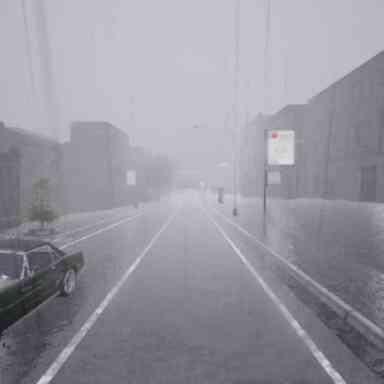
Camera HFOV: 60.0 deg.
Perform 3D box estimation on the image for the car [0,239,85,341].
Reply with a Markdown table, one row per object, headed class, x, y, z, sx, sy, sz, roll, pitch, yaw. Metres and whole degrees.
| class | x | y | z | sx | sy | sz | roll | pitch | yaw |
| --- | --- | --- | --- | --- | --- | --- | --- | --- | --- |
| car | -3.488 | 1.588 | 5.714 | 1.895 | 1.301 | 4.718 | 0 | 0 | 0 |
